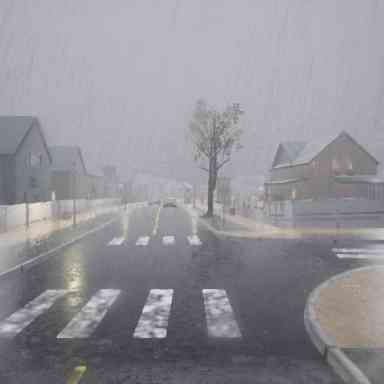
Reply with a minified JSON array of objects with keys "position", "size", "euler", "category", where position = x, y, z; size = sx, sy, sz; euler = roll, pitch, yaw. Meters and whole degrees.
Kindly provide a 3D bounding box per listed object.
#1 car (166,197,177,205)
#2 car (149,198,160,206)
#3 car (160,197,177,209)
[{"position":[-3.782,1.650,62.498],"size":[1.882,1.535,5.008],"euler":[0,0,-1],"category":"car"},{"position":[-6.396,1.701,57.425],"size":[1.812,1.442,4.674],"euler":[0,0,-2],"category":"car"},{"position":[-3.171,1.707,47.598],"size":[1.895,1.301,4.718],"euler":[0,0,-4],"category":"car"}]
